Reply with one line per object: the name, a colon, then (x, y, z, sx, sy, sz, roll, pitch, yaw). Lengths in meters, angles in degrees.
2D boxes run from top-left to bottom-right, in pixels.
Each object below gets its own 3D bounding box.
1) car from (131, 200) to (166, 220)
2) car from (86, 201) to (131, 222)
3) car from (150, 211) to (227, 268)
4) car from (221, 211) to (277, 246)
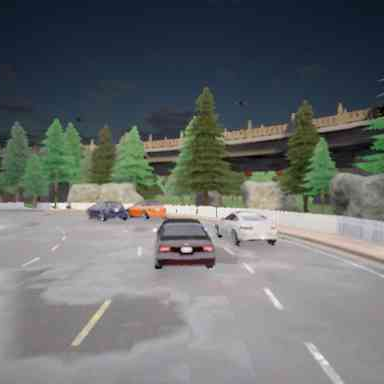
car: (-4.255, 1.560, 30.365, 2.097, 1.767, 4.553, 0, -1, -38)
car: (-7.489, 1.550, 28.871, 2.097, 1.767, 4.553, 0, -1, -38)
car: (-0.366, 1.628, 11.533, 2.033, 1.411, 5.357, 0, 0, -5)
car: (2.465, 1.635, 15.832, 1.812, 1.442, 4.674, 0, -1, -11)
